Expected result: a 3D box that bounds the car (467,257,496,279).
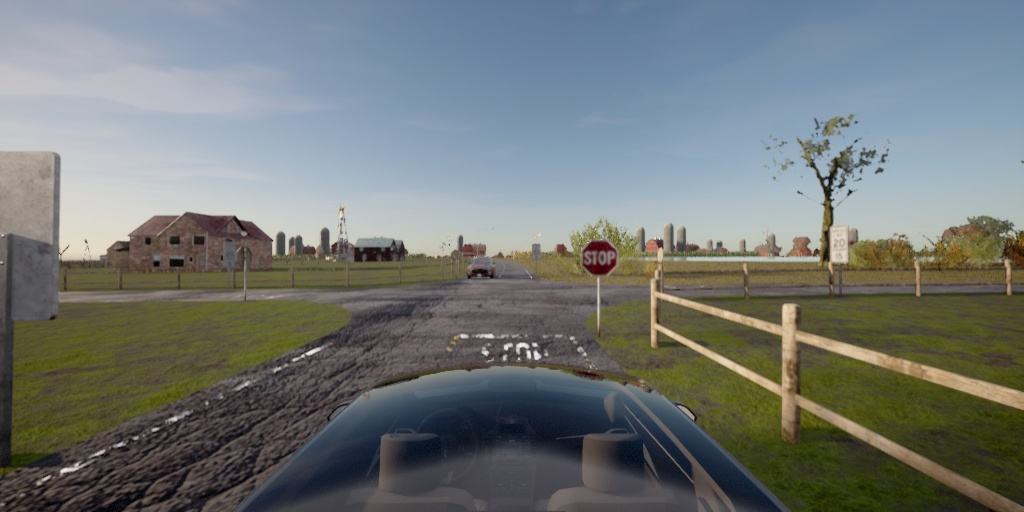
[{"bbox_3d":[-2.472,0.898,29.843,2.097,1.767,4.553,0,0,1],"label":"car"}]
